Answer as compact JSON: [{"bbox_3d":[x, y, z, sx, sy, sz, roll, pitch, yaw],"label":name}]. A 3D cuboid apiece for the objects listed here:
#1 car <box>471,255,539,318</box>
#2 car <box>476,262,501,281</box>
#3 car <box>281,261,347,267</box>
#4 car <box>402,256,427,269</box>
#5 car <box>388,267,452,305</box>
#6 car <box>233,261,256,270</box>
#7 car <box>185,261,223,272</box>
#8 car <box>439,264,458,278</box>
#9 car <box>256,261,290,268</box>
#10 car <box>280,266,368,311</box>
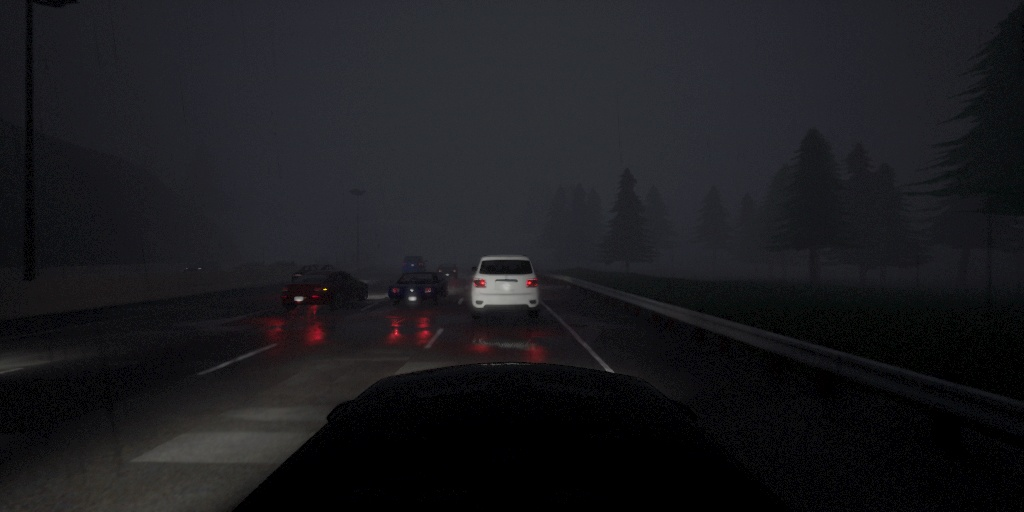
[{"bbox_3d":[-0.311,0.976,13.255,2.150,2.045,5.566,0,0,-3],"label":"car"},{"bbox_3d":[-2.191,1.268,31.600,1.837,1.490,4.892,0,0,-8],"label":"car"},{"bbox_3d":[-11.568,1.268,21.970,2.128,1.511,4.902,0,0,-6],"label":"car"},{"bbox_3d":[-10.304,1.001,38.039,2.150,2.045,5.566,0,0,-10],"label":"car"},{"bbox_3d":[-4.011,1.362,16.101,1.895,1.301,4.718,0,0,-4],"label":"car"},{"bbox_3d":[-28.540,1.376,39.179,1.994,1.385,4.181,0,0,-12],"label":"car"},{"bbox_3d":[-36.428,1.331,42.608,1.837,1.490,4.892,0,0,-13],"label":"car"},{"bbox_3d":[-6.053,1.372,33.872,1.895,1.301,4.718,0,0,-9],"label":"car"},{"bbox_3d":[-24.840,1.296,38.526,2.128,1.511,4.902,0,0,-11],"label":"car"},{"bbox_3d":[-7.416,1.293,14.533,1.812,1.442,4.674,0,0,-4],"label":"car"}]
